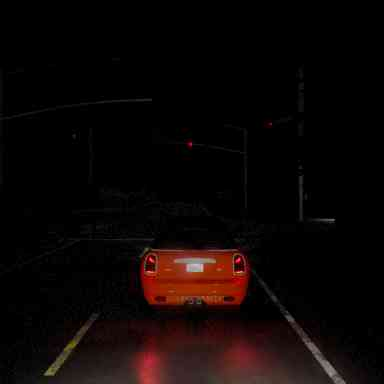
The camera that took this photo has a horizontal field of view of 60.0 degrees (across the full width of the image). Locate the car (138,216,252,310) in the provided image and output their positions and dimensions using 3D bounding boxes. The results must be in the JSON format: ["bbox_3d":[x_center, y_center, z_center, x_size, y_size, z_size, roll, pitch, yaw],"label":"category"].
[{"bbox_3d":[0.058,1.352,7.974,2.097,1.767,4.553,0,0,0],"label":"car"}]
